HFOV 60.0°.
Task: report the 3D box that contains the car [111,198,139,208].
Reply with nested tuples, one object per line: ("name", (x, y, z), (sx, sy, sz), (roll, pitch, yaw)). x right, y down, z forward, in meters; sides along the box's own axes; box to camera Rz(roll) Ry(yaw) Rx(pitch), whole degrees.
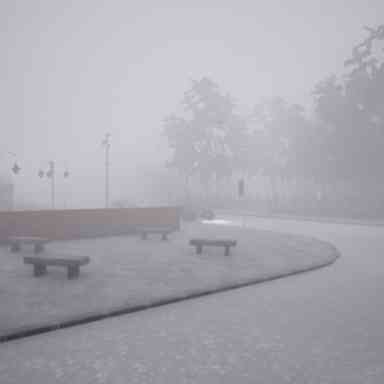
("car", (-7.852, 1.501, 38.733), (1.837, 1.490, 4.892), (0, 0, -35))

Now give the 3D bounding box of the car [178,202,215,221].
("car", (0.062, 1.559, 27.554), (1.994, 1.385, 4.181), (0, 0, -35))

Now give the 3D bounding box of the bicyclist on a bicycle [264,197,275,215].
("bicyclist on a bicycle", (7.403, 1.342, 31.715), (1.656, 1.620, 0.582), (0, 0, -36))
